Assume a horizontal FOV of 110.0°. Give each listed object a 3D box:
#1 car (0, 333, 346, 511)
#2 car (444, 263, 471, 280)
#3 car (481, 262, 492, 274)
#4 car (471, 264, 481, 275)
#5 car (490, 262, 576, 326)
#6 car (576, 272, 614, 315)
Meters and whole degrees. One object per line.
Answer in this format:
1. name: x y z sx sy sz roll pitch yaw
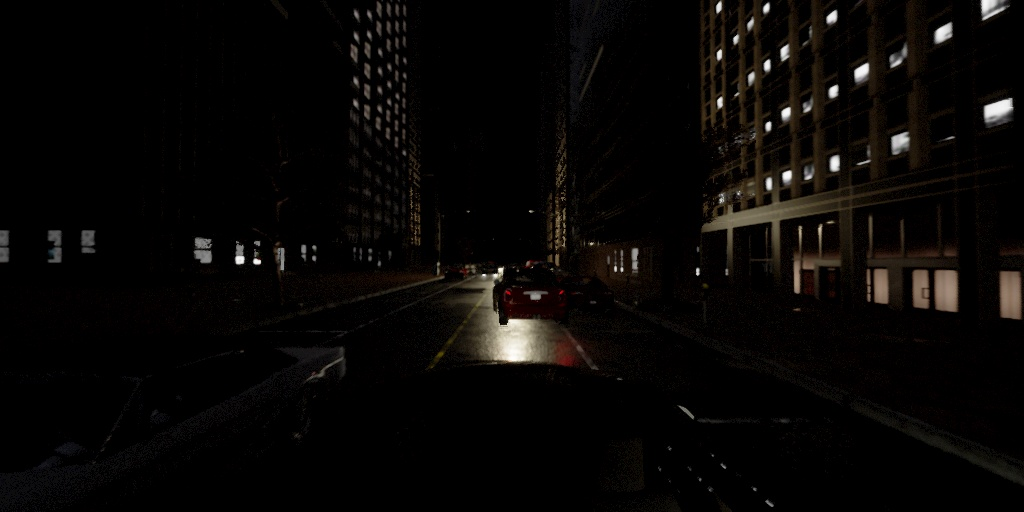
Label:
1. car: -3.100 1.359 2.460 1.895 1.301 4.718 0 -1 0
2. car: -5.682 1.572 36.680 1.967 1.591 4.097 0 0 0
3. car: -3.001 1.759 50.675 1.882 1.535 5.008 0 -1 0
4. car: -5.680 1.803 47.965 2.007 1.370 4.403 0 0 0
5. car: 0.472 1.219 12.387 2.097 1.767 4.553 0 -1 -6
6. car: 2.695 1.431 14.142 1.888 1.381 4.507 0 0 0
